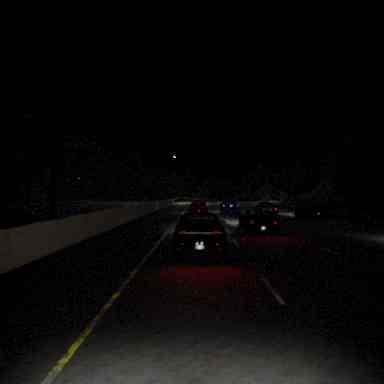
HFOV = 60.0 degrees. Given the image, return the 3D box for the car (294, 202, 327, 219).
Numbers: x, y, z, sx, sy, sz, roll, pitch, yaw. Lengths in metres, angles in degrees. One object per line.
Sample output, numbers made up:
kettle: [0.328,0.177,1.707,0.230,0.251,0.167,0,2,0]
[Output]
car: [11.116,1.693,31.517,2.128,1.511,4.902,0,0,1]

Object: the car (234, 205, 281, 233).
car: [3.921,1.698,20.295,1.895,1.301,4.718,0,0,1]

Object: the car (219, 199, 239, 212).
car: [4.225,1.569,37.944,2.097,1.767,4.553,0,0,1]

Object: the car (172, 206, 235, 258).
car: [0.294,1.525,12.884,2.128,1.511,4.902,0,0,1]

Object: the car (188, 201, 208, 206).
car: [0.660,1.656,34.190,1.882,1.535,5.008,0,0,1]

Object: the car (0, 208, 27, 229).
car: [-10.322,1.570,17.611,2.033,1.411,5.357,0,0,1]

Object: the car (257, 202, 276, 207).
car: [7.676,1.759,35.020,2.033,1.411,5.357,0,0,1]
